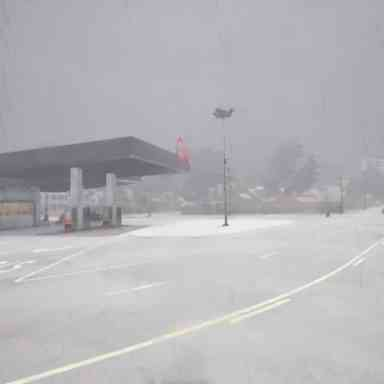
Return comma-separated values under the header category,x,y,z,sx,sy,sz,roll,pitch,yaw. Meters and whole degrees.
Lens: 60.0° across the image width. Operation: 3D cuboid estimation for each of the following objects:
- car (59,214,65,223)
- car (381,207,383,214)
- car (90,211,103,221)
category,x,y,z,sx,sy,sz,roll,pitch,yaw
car,-18.861,4.075,51.613,3.806,1.475,1.970,-3,-3,37
car,38.165,3.425,64.691,2.033,1.411,5.357,-3,-3,36
car,-16.083,4.066,56.702,4.611,1.667,2.242,-3,-3,37
